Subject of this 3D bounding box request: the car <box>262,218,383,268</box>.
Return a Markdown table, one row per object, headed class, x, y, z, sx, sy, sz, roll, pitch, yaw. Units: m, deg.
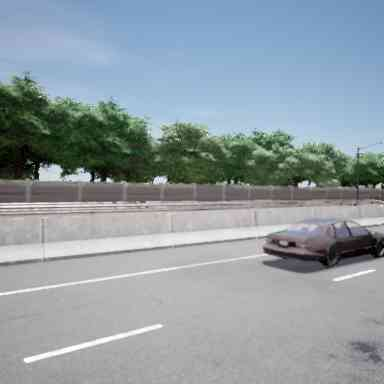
| class | x | y | z | sx | sy | sz | roll | pitch | yaw |
| --- | --- | --- | --- | --- | --- | --- | --- | --- | --- |
| car | 4.854 | 1.622 | 11.602 | 5.357 | 1.411 | 2.033 | 0 | 0 | -35 |
